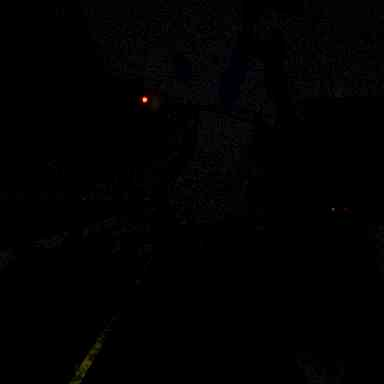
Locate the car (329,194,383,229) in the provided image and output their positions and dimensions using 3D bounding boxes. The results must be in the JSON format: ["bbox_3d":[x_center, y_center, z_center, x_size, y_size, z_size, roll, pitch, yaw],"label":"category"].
[{"bbox_3d":[11.415,1.129,20.579,5.566,2.045,2.150,0,-1,0],"label":"car"}]
